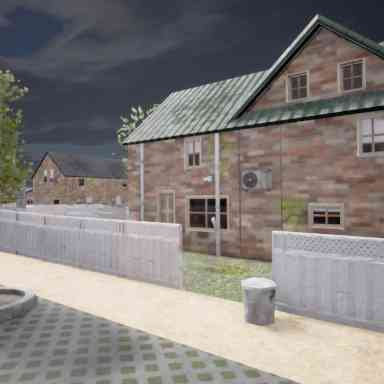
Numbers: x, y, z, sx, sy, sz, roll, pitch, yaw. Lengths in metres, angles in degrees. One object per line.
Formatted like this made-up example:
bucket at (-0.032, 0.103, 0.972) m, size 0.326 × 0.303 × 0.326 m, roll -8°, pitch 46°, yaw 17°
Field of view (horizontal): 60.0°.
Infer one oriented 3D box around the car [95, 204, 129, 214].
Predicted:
car at (-7.551, 1.900, 30.745) m, size 2.097 × 1.767 × 4.553 m, roll -1°, pitch -2°, yaw 35°
